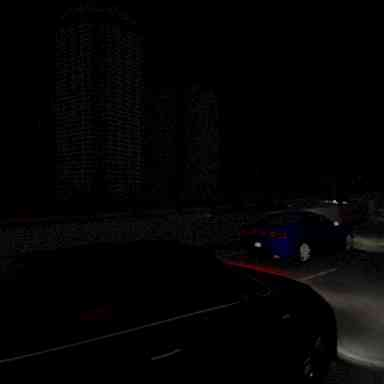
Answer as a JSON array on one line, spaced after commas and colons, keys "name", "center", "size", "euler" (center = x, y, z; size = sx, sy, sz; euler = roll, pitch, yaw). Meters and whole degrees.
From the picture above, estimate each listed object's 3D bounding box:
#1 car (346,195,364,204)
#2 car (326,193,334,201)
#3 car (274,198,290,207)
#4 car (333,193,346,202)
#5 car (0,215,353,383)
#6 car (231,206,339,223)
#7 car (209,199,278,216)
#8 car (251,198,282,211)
[{"name": "car", "center": [26.042, 1.216, 52.537], "size": [1.812, 1.442, 4.674], "euler": [0, 0, 33]}, {"name": "car", "center": [30.730, 0.961, 72.894], "size": [2.097, 1.767, 4.553], "euler": [0, 0, 32]}, {"name": "car", "center": [7.552, 1.367, 31.128], "size": [2.128, 1.511, 4.902], "euler": [0, 0, 38]}, {"name": "car", "center": [29.282, 1.179, 64.078], "size": [2.033, 1.411, 5.357], "euler": [0, 0, 32]}, {"name": "car", "center": [-0.364, 1.348, 3.741], "size": [4.553, 1.767, 2.097], "euler": [-1, 0, -37]}, {"name": "car", "center": [3.848, 1.424, 11.690], "size": [5.008, 1.535, 1.882], "euler": [-1, 0, -41]}, {"name": "car", "center": [3.016, 1.424, 20.788], "size": [2.128, 1.511, 4.902], "euler": [0, 0, 45]}, {"name": "car", "center": [8.773, 1.450, 38.660], "size": [1.895, 1.301, 4.718], "euler": [0, 0, 34]}]
